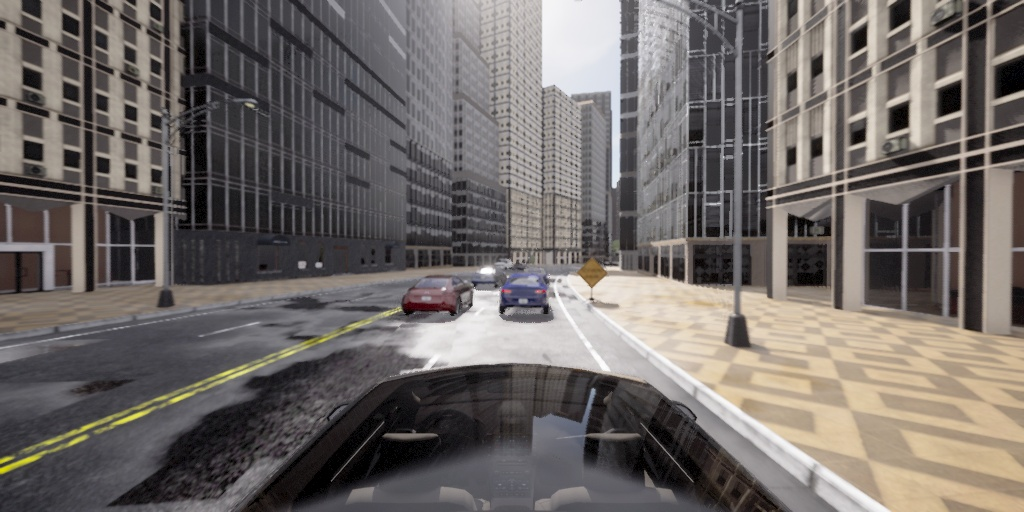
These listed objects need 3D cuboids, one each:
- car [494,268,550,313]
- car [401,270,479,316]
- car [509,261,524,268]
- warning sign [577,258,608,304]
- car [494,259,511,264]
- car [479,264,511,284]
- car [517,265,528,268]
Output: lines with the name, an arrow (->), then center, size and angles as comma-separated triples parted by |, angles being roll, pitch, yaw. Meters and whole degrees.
car -> 0.548, 1.392, 14.478 | 1.812, 1.442, 4.674 | 0, 0, 4
car -> -2.736, 1.420, 14.082 | 1.994, 1.385, 4.181 | 0, 0, 4
car -> 1.374, 1.879, 60.387 | 1.994, 1.385, 4.181 | 0, 0, 15
warning sign -> 3.350, 0.994, 15.122 | 1.300, 1.860, 1.060 | 0, 0, 4
car -> -1.563, 1.534, 62.003 | 2.150, 2.045, 5.566 | 0, -1, 15
car -> -1.658, 1.521, 26.669 | 2.033, 1.411, 5.357 | 0, -1, 7
car -> 1.787, 1.597, 27.858 | 1.895, 1.301, 4.718 | 0, -1, 8
